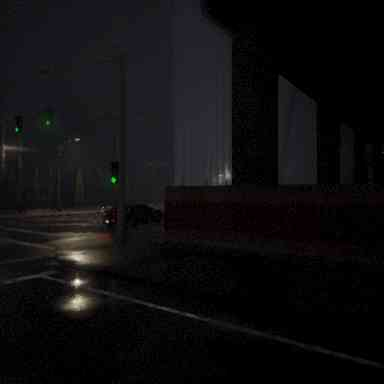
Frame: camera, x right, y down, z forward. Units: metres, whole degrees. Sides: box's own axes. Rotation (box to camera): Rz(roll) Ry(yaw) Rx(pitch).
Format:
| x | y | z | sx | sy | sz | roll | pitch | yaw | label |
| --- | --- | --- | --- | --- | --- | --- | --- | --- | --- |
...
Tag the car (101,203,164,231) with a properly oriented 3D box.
| x | y | z | sx | sy | sz | roll | pitch | yaw | label |
| --- | --- | --- | --- | --- | --- | --- | --- | --- | --- |
| -3.555 | 1.476 | 21.448 | 1.837 | 1.490 | 4.892 | 0 | 0 | 36 | car |
